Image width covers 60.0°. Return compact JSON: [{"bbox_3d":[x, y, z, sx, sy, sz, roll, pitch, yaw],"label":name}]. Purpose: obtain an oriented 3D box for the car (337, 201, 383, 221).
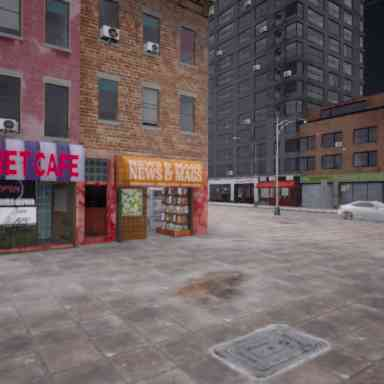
[{"bbox_3d":[12.138,1.320,22.265,1.812,1.442,4.674,1,1,-35],"label":"car"}]
